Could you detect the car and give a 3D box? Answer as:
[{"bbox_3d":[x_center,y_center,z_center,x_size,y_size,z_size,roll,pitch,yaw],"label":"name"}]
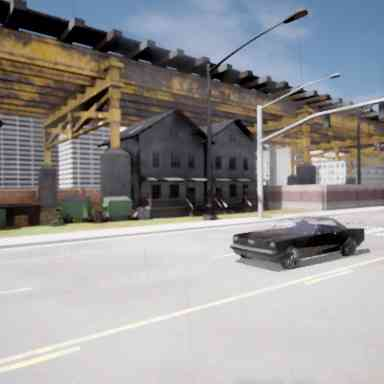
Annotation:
[{"bbox_3d":[3.494,1.468,10.722,4.718,1.301,1.895,-1,1,-35],"label":"car"}]
